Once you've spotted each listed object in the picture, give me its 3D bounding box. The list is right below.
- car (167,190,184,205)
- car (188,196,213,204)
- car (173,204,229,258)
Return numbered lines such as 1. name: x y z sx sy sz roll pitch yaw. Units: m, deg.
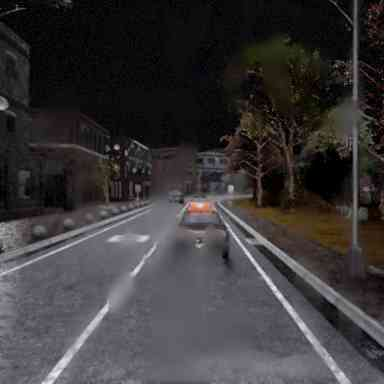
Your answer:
1. car: -2.365 0.795 48.691 2.150 2.045 5.566 0 0 3
2. car: 0.713 1.144 28.521 2.097 1.767 4.553 0 1 2
3. car: 0.343 1.438 12.619 2.128 1.511 4.902 0 0 2
